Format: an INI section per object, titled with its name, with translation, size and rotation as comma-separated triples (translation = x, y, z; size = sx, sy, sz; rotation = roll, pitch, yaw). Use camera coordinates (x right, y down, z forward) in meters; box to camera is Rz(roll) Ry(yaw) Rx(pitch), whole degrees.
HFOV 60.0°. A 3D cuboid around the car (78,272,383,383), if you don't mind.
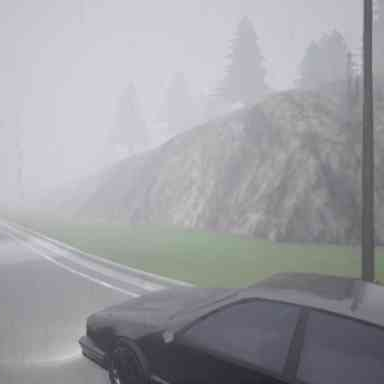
[car]
translation = 1.147, 1.583, 3.234
size = 5.357, 1.411, 2.033
rotation = 0, -1, 38
